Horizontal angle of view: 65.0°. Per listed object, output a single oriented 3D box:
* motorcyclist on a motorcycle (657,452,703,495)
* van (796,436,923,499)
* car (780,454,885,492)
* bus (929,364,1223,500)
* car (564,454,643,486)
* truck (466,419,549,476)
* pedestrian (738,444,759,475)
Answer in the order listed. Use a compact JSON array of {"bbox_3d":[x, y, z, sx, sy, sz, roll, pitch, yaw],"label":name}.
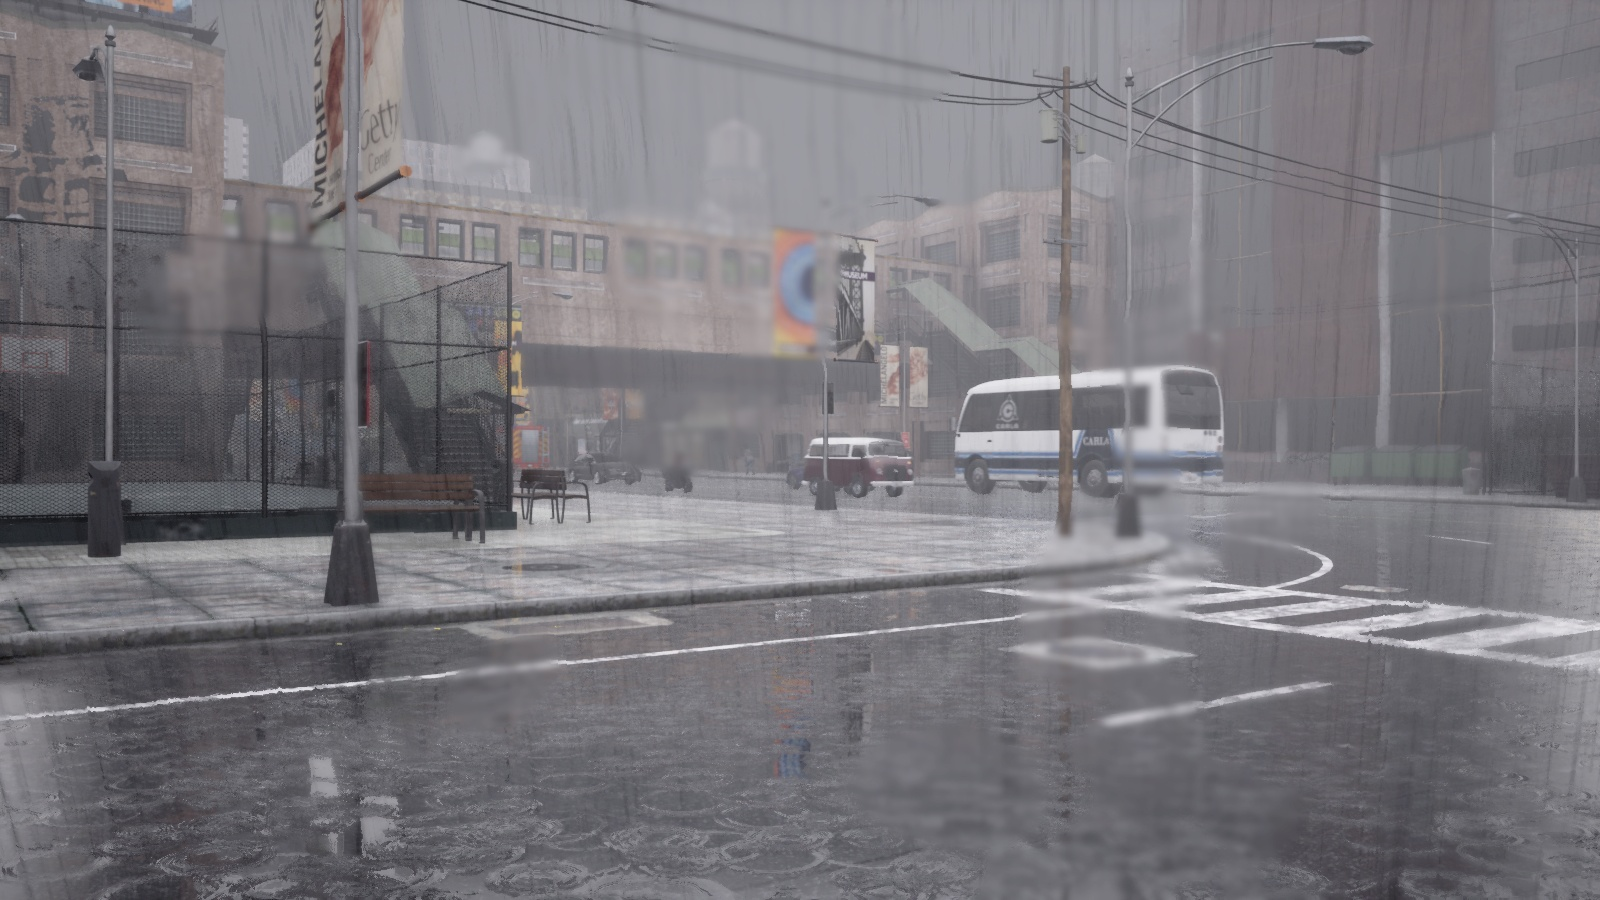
[{"bbox_3d":[-4.407,0.849,46.074,0.797,1.523,2.044,0,0,-34],"label":"motorcyclist on a motorcycle"},{"bbox_3d":[1.969,0.569,42.889,2.069,2.038,4.480,0,0,-34],"label":"van"},{"bbox_3d":[1.252,0.891,50.202,1.812,1.442,4.674,0,0,-34],"label":"car"},{"bbox_3d":[9.395,-0.543,44.402,3.944,4.253,10.273,0,0,-34],"label":"bus"},{"bbox_3d":[-9.411,0.916,59.790,1.837,1.490,4.892,0,0,-33],"label":"car"},{"bbox_3d":[-20.906,-0.157,89.455,2.891,3.827,8.468,0,0,-34],"label":"truck"},{"bbox_3d":[-3.116,0.594,76.013,0.874,1.855,0.900,0,0,-39],"label":"pedestrian"}]
